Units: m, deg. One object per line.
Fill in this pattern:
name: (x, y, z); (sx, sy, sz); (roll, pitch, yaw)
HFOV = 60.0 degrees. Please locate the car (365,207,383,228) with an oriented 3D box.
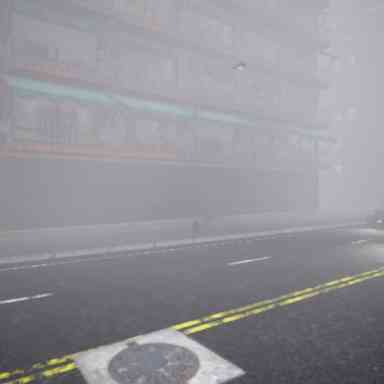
car: (12.977, 1.622, 21.468); (4.181, 1.385, 1.994); (0, 0, -38)
